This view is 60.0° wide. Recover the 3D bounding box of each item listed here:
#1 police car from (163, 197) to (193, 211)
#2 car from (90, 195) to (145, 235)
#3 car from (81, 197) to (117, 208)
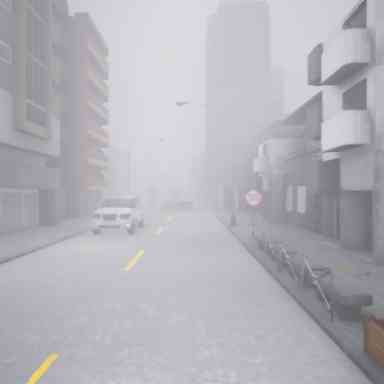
[{"bbox_3d":[-1.906,1.427,42.137,1.930,1.638,5.238,0,0,-37],"label":"police car"},{"bbox_3d":[-4.094,1.221,19.233,2.150,2.045,5.566,0,0,0],"label":"car"},{"bbox_3d":[-13.132,1.475,47.102,4.674,1.442,1.812,0,4,0],"label":"car"}]
